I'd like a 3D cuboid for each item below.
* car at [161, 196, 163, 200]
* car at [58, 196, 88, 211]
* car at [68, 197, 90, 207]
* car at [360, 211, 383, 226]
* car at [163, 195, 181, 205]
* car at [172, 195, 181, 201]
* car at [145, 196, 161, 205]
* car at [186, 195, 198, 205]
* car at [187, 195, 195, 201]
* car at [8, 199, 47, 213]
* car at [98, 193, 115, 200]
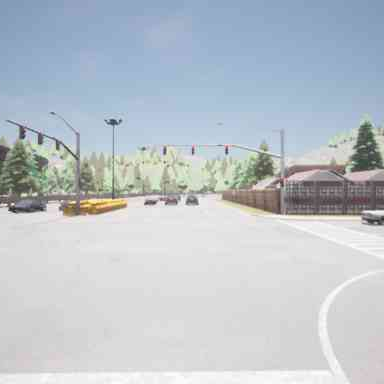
[{"bbox_3d":[-7.134,1.519,77.924,1.895,1.301,4.718,0,0,0],"label":"car"},{"bbox_3d":[-14.165,1.316,39.689,2.097,1.767,4.553,0,0,0],"label":"car"},{"bbox_3d":[-17.680,1.554,52.330,1.895,1.301,4.718,0,0,0],"label":"car"},{"bbox_3d":[14.078,1.574,22.506,4.718,1.301,1.895,0,0,2],"label":"car"},{"bbox_3d":[-3.502,1.293,58.933,2.097,1.767,4.553,0,0,0],"label":"car"},{"bbox_3d":[-3.637,1.398,79.896,1.882,1.535,5.008,0,0,0],"label":"car"},{"bbox_3d":[-6.999,1.545,57.711,1.895,1.301,4.718,0,0,0],"label":"car"},{"bbox_3d":[-0.001,1.292,58.917,2.097,1.767,4.553,0,0,0],"label":"car"},{"bbox_3d":[-0.137,1.420,79.801,1.837,1.490,4.892,0,0,0],"label":"car"},{"bbox_3d":[-17.661,1.517,36.091,2.033,1.411,5.357,0,0,0],"label":"car"},{"bbox_3d":[-14.177,1.171,56.011,2.150,2.045,5.566,0,0,0],"label":"car"}]
